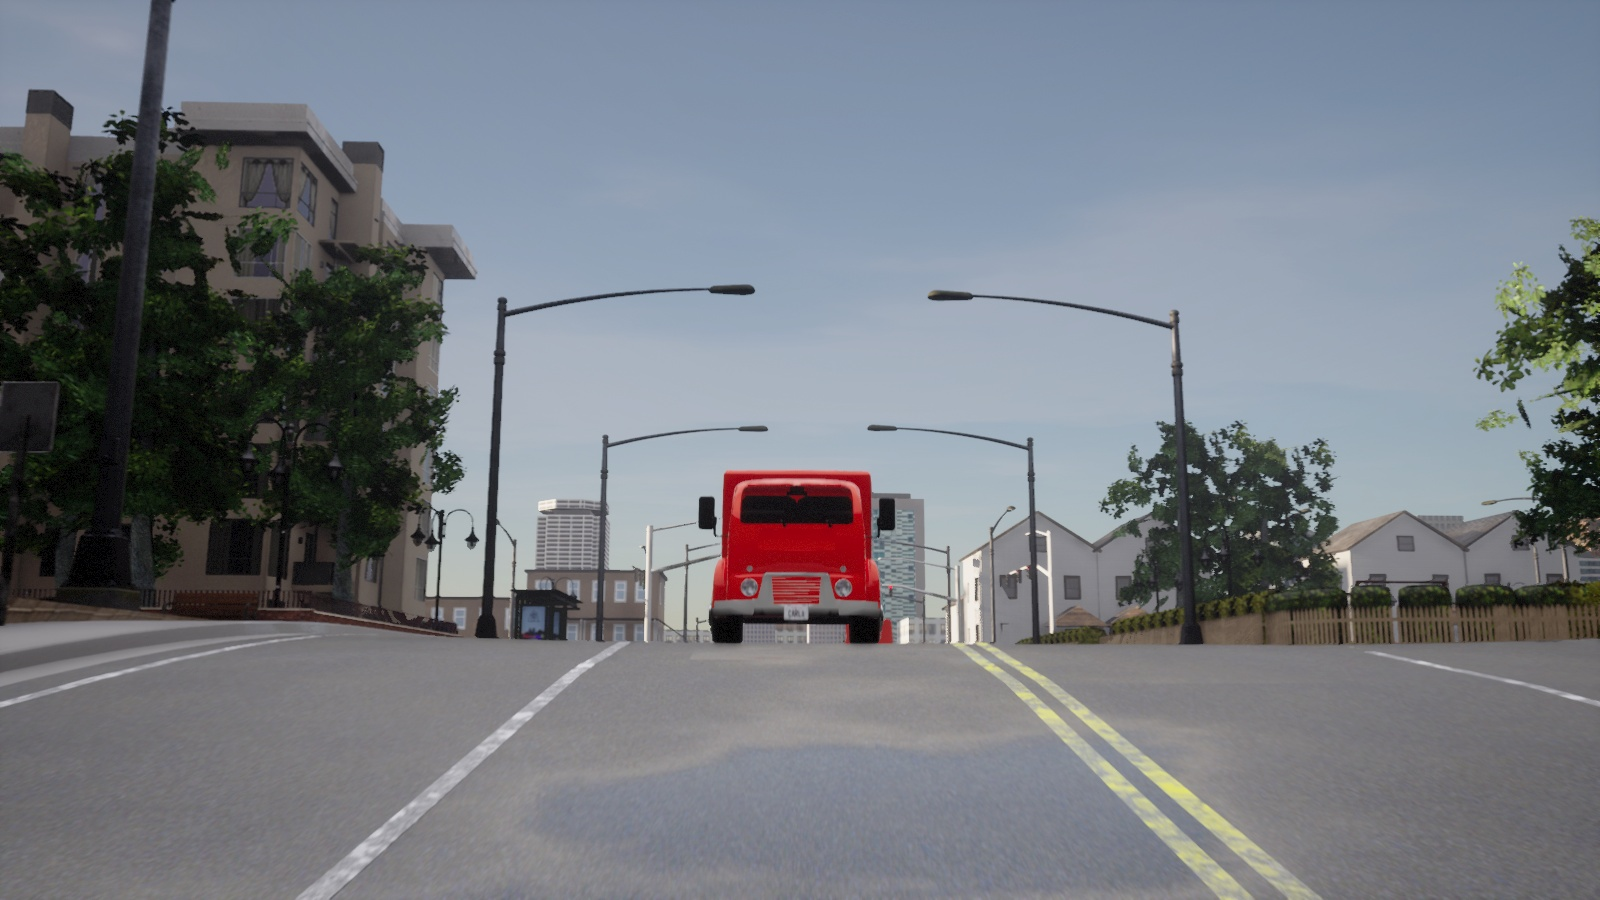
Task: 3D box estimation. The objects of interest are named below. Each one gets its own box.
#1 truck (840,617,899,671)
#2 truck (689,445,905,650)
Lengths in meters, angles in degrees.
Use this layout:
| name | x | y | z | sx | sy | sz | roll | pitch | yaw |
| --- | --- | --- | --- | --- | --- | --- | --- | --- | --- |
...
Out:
| name | x | y | z | sx | sy | sz | roll | pitch | yaw |
| --- | --- | --- | --- | --- | --- | --- | --- | --- | --- |
| truck | 3.375 | 9.659 | 62.160 | 2.627 | 2.467 | 5.204 | 0 | -11 | 0 |
| truck | -0.042 | 1.596 | 18.043 | 2.627 | 2.467 | 5.204 | 0 | -10 | 0 |
